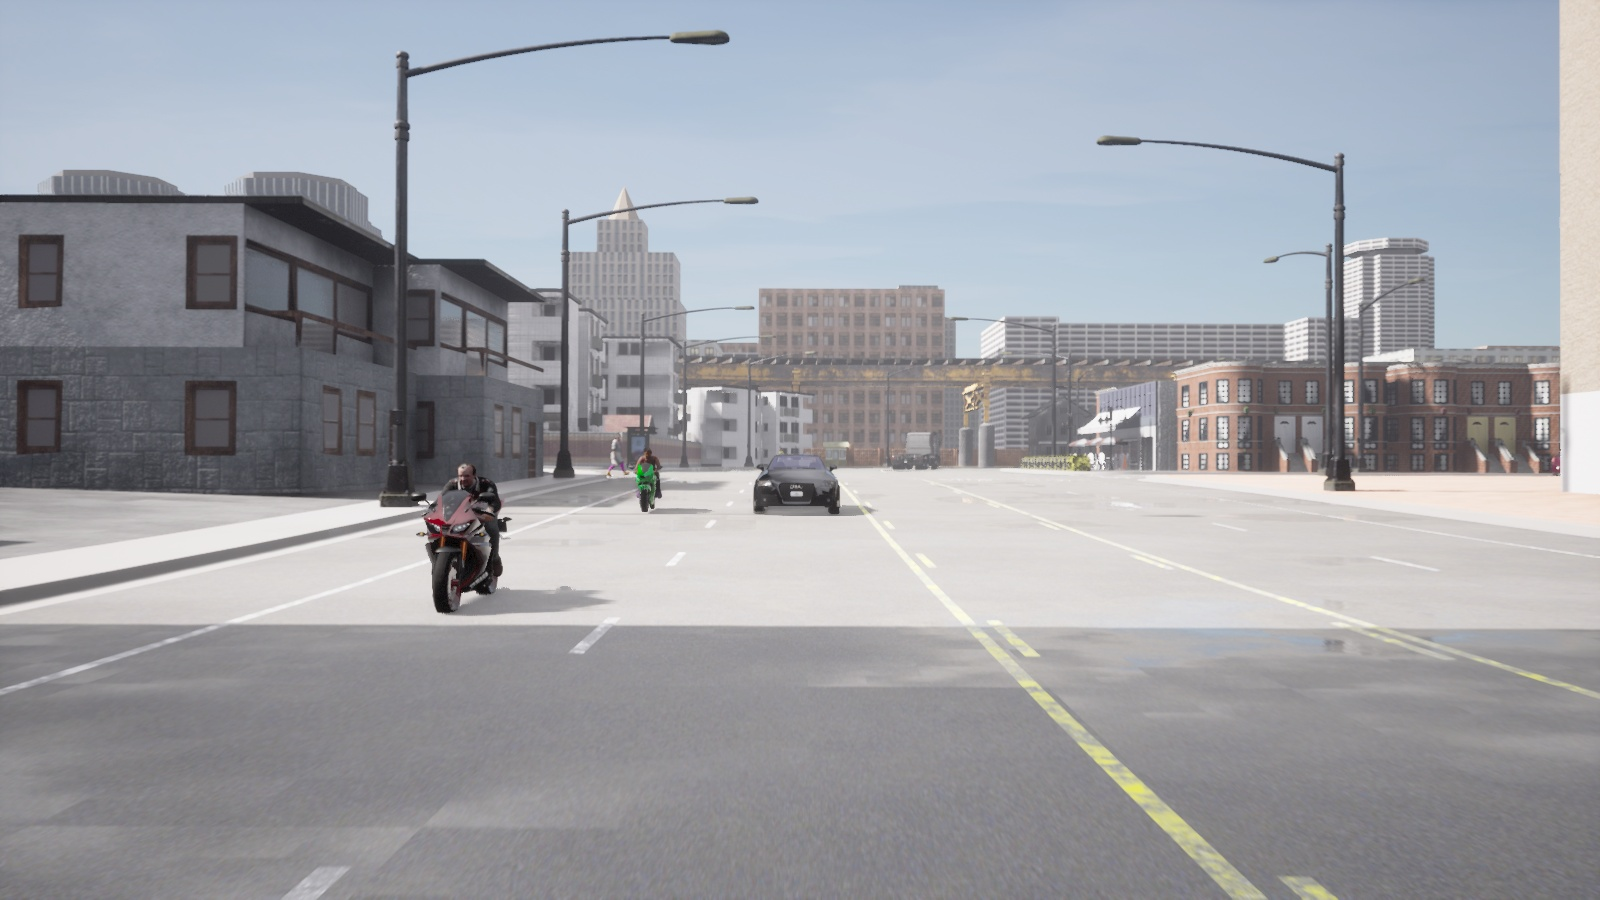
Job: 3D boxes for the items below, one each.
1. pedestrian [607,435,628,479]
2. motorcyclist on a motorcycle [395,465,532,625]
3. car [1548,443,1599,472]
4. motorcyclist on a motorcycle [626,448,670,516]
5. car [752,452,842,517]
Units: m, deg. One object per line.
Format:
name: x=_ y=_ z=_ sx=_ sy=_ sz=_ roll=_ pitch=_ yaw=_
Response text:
pedestrian: x=-8.159 y=0.310 z=56.085 sx=0.873 sy=1.952 sz=0.659 roll=0 pitch=-1 yaw=-4
motorcyclist on a motorcycle: x=-3.531 y=0.942 z=13.395 sx=0.866 sy=1.530 sz=2.191 roll=0 pitch=0 yaw=0
car: x=40.802 y=0.383 z=64.485 sx=3.633 sy=1.501 sz=1.845 roll=0 pitch=-1 yaw=1
motorcyclist on a motorcycle: x=-3.571 y=0.718 z=29.648 sx=0.797 sy=1.523 sz=2.044 roll=0 pitch=1 yaw=0
car: x=-0.072 y=0.777 z=30.243 sx=1.994 sy=1.385 sz=4.181 roll=0 pitch=1 yaw=0
